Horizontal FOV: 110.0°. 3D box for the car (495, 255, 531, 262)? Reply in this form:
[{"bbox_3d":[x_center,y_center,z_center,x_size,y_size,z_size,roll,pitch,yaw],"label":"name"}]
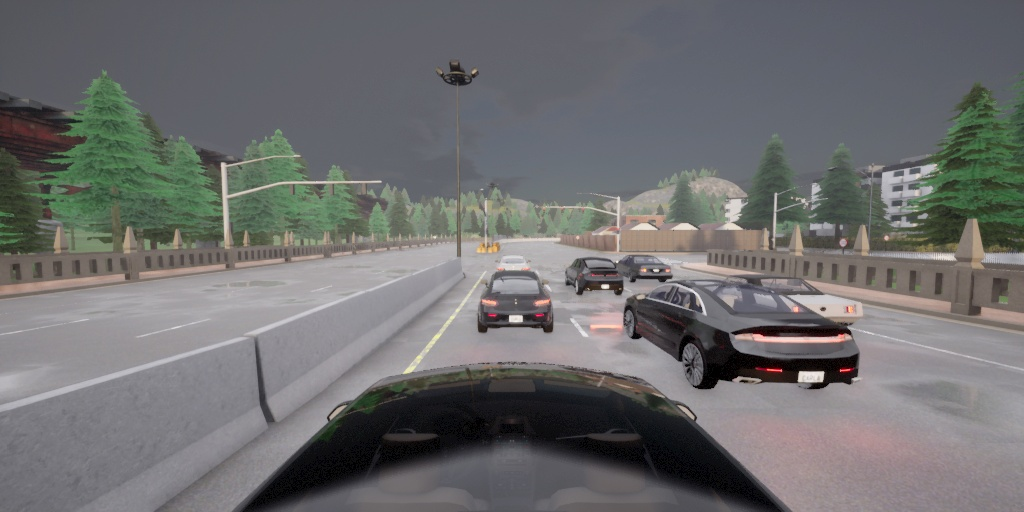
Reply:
[{"bbox_3d":[0.059,0.647,19.089,1.812,1.442,4.674,0,3,0],"label":"car"}]

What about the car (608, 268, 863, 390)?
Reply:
[{"bbox_3d":[3.586,1.179,6.714,2.128,1.511,4.902,0,1,0],"label":"car"}]

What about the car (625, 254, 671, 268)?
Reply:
[{"bbox_3d":[7.092,0.619,20.028,2.033,1.411,5.357,0,3,1],"label":"car"}]

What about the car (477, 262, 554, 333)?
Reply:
[{"bbox_3d":[0.080,1.113,10.080,1.812,1.442,4.674,0,2,0],"label":"car"}]

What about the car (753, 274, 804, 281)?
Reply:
[{"bbox_3d":[7.082,1.172,10.467,1.895,1.301,4.718,0,2,0],"label":"car"}]

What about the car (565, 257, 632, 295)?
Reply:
[{"bbox_3d":[3.567,0.792,16.139,1.837,1.490,4.892,0,3,0],"label":"car"}]
